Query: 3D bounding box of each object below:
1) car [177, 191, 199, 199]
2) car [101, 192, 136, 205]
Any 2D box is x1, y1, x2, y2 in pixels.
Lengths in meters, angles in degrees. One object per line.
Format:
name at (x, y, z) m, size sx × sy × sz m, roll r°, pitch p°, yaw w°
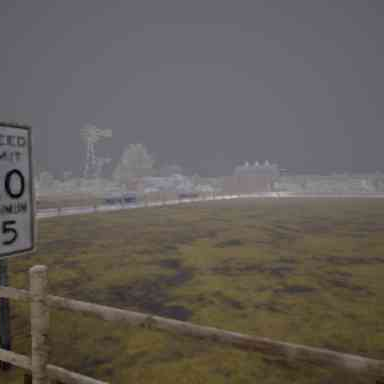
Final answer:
car at (-0.586, 0.545, 55.044) m, size 1.895 × 1.301 × 4.718 m, roll 0°, pitch 1°, yaw 27°
car at (-8.596, 0.726, 39.201) m, size 1.882 × 1.535 × 5.008 m, roll 0°, pitch 1°, yaw 27°
